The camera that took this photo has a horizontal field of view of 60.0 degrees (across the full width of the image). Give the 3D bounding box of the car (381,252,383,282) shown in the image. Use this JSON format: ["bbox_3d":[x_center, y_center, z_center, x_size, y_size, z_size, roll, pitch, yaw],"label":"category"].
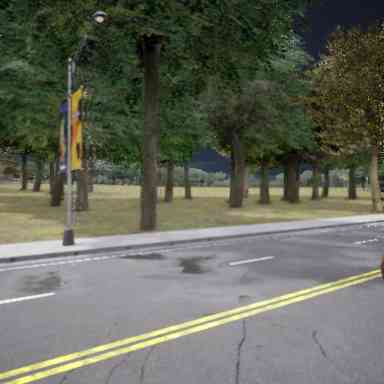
[{"bbox_3d":[6.265,1.538,7.906,4.674,1.442,1.812,0,0,-36],"label":"car"}]
